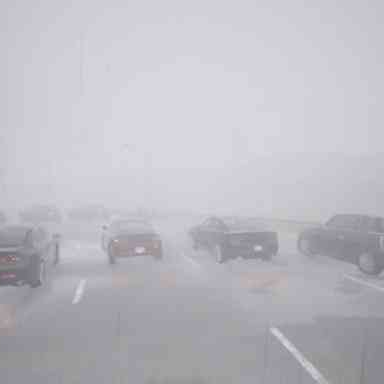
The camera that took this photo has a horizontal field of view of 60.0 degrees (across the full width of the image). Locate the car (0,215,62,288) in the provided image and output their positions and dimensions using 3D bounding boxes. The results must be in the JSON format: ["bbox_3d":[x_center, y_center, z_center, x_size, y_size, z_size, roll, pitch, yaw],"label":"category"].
[{"bbox_3d":[-5.001,1.666,9.486,1.837,1.490,4.892,0,0,-15],"label":"car"}]

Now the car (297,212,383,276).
[{"bbox_3d":[5.387,1.427,10.879,2.097,1.767,4.553,0,-1,-13],"label":"car"}]

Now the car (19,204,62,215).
[{"bbox_3d":[-12.807,1.798,27.967,4.553,1.767,2.097,-1,-1,43],"label":"car"}]

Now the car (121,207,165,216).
[{"bbox_3d":[-4.551,1.988,29.667,1.895,1.301,4.718,0,-1,-41],"label":"car"}]

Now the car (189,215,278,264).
[{"bbox_3d":[1.325,1.612,12.602,1.882,1.535,5.008,0,-1,-17],"label":"car"}]

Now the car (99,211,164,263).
[{"bbox_3d":[-2.384,1.697,12.723,1.812,1.442,4.674,0,-1,-19],"label":"car"}]

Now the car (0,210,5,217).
[{"bbox_3d":[-16.710,1.975,26.786,4.892,1.490,1.837,-1,-2,40],"label":"car"}]

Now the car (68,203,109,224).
[{"bbox_3d":[-9.153,1.779,29.305,2.097,1.767,4.553,0,-1,-45],"label":"car"}]
